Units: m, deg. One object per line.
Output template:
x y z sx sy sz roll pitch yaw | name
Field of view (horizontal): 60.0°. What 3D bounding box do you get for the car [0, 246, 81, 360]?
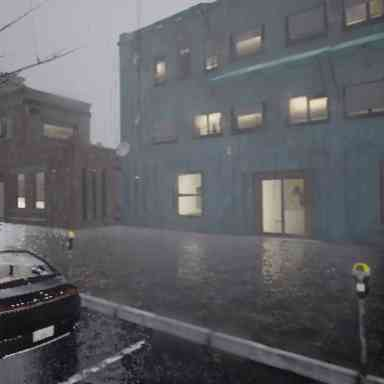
-3.662 1.572 5.501 4.403 1.369 2.008 0 -1 36 | car
